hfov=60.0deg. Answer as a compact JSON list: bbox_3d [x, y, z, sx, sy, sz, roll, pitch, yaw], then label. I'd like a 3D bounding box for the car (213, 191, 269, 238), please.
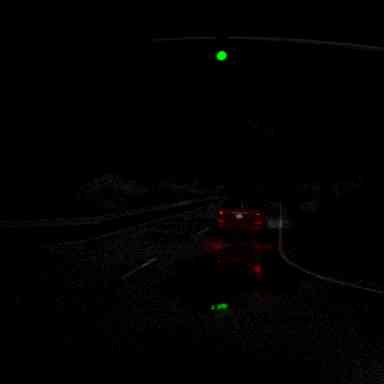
[{"bbox_3d":[2.507,0.974,15.693,2.097,1.767,4.553,2,2,15],"label":"car"}]

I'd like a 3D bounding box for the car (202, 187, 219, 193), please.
[{"bbox_3d":[2.534,-0.158,57.983,4.553,1.767,2.097,2,2,39],"label":"car"}]
